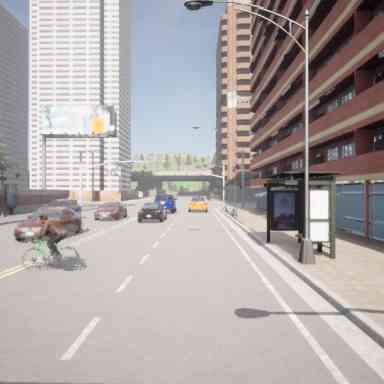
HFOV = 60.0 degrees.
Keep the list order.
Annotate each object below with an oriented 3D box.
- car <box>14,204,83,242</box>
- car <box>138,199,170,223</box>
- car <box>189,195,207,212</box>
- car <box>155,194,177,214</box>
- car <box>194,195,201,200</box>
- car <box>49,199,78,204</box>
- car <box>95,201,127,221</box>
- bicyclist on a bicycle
[{"bbox_3d":[-6.862,1.525,16.464,1.812,1.442,4.674,0,0,1],"label":"car"},{"bbox_3d":[-3.014,1.526,25.701,1.812,1.442,4.674,0,0,1],"label":"car"},{"bbox_3d":[0.699,1.353,38.945,2.097,1.767,4.553,0,0,1],"label":"car"},{"bbox_3d":[-2.851,1.221,35.534,2.150,2.045,5.566,0,0,1],"label":"car"},{"bbox_3d":[1.437,1.524,90.928,1.812,1.442,4.674,0,0,1],"label":"car"},{"bbox_3d":[-10.193,1.352,25.826,2.097,1.767,4.553,0,0,1],"label":"car"},{"bbox_3d":[-6.584,1.526,27.512,1.812,1.442,4.674,0,0,1],"label":"car"},{"bbox_3d":[-4.035,1.455,9.469,1.656,1.620,0.582,-2,0,1],"label":"bicyclist on a bicycle"}]
